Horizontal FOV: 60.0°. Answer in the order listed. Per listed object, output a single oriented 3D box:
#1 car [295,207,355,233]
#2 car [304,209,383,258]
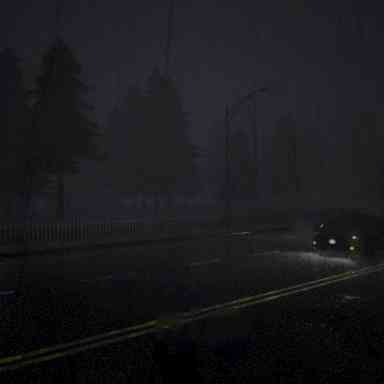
[{"bbox_3d":[7.967,1.547,18.079,5.357,1.411,2.033,0,0,-35],"label":"car"},{"bbox_3d":[6.575,1.564,12.857,4.181,1.385,1.994,0,0,-35],"label":"car"}]
